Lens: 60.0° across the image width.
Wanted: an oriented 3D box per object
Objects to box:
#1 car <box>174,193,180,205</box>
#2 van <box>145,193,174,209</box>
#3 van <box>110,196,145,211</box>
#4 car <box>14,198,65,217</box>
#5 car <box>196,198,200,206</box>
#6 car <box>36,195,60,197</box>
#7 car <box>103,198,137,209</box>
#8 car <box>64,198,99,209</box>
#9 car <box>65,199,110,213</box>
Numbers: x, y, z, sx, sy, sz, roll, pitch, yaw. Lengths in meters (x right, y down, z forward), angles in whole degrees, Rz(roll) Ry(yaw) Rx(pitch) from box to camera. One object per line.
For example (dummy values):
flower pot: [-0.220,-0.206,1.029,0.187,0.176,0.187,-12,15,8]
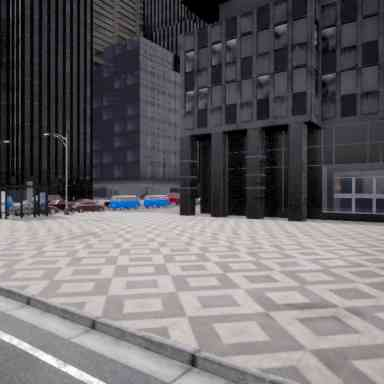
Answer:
car: [-4.103,1.193,55.684,2.150,2.045,5.566,0,0,36]
van: [-4.713,1.330,44.810,1.690,1.788,3.998,0,0,35]
van: [-8.006,1.332,40.186,1.690,1.788,3.998,0,0,35]
car: [-14.594,1.549,30.937,2.008,1.369,4.403,0,0,35]
car: [1.874,1.570,54.059,1.802,1.307,4.206,0,0,35]
car: [-18.245,1.285,40.505,2.192,1.841,5.009,0,0,35]
car: [-10.174,1.573,47.239,1.895,1.301,4.718,0,0,36]
car: [-14.952,1.549,45.130,1.802,1.307,4.206,0,0,35]
car: [-11.300,1.576,35.561,1.802,1.307,4.206,0,0,35]
